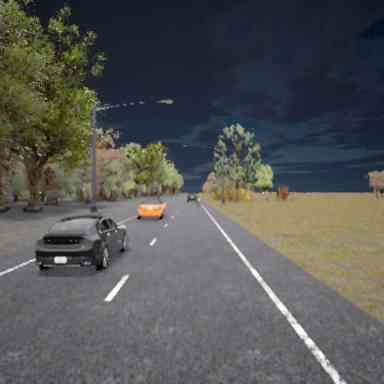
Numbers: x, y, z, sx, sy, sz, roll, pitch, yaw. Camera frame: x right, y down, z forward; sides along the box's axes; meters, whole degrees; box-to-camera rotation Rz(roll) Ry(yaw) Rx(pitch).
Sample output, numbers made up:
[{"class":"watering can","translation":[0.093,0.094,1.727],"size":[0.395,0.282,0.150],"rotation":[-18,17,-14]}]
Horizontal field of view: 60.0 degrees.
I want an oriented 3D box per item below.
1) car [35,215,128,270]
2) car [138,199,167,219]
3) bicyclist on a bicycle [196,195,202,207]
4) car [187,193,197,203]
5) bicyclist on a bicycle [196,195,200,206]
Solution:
[{"class":"car","translation":[-3.399,1.511,11.024],"size":[1.837,1.490,4.892],"rotation":[0,0,0]},{"class":"car","translation":[-3.400,1.369,29.192],"size":[2.097,1.767,4.553],"rotation":[0,0,0]},{"class":"bicyclist on a bicycle","translation":[0.952,1.464,45.671],"size":[0.866,1.612,1.509],"rotation":[0,0,0]},{"class":"car","translation":[0.003,1.268,73.064],"size":[2.150,2.045,5.566],"rotation":[0,0,0]},{"class":"bicyclist on a bicycle","translation":[0.965,1.403,54.583],"size":[0.659,1.776,1.843],"rotation":[0,0,0]}]
